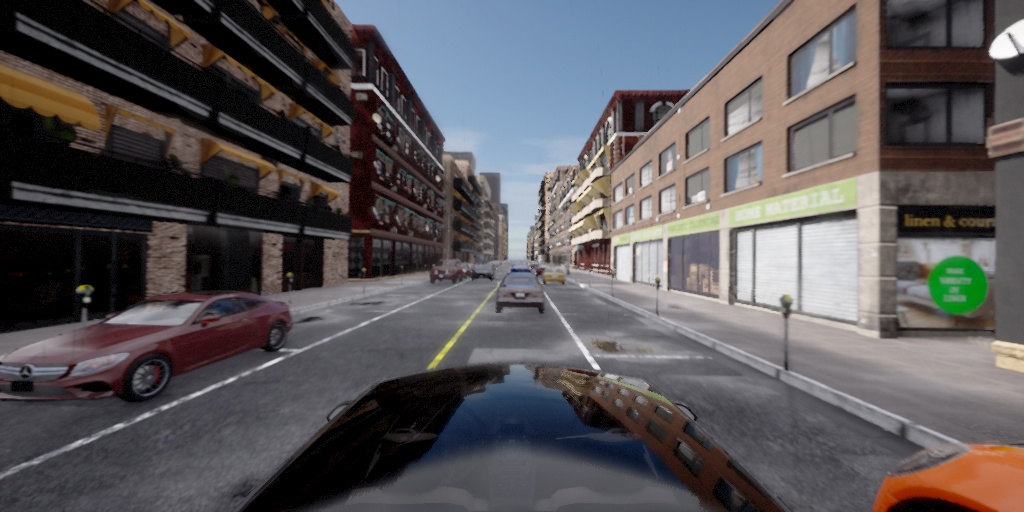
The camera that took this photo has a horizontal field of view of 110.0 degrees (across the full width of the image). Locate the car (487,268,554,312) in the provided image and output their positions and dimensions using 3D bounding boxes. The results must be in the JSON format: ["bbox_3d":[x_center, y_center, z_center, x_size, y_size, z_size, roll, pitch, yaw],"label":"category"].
[{"bbox_3d":[0.336,1.384,14.636,2.033,1.411,5.357,1,0,1],"label":"car"}]

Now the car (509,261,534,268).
[{"bbox_3d":[0.747,1.434,32.657,1.882,1.535,5.008,1,0,1],"label":"car"}]

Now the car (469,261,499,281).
[{"bbox_3d":[-2.444,1.420,31.743,1.837,1.490,4.892,1,-1,2],"label":"car"}]

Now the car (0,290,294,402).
[{"bbox_3d":[-5.656,1.295,6.262,1.802,1.307,4.207,0,0,1],"label":"car"}]

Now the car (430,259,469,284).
[{"bbox_3d":[-5.142,1.178,28.801,2.192,1.841,5.009,0,0,1],"label":"car"}]

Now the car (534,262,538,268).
[{"bbox_3d":[3.492,1.579,39.874,1.888,1.381,4.507,0,0,1],"label":"car"}]

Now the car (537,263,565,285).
[{"bbox_3d":[3.239,1.485,28.775,1.751,1.417,4.829,0,0,1],"label":"car"}]
